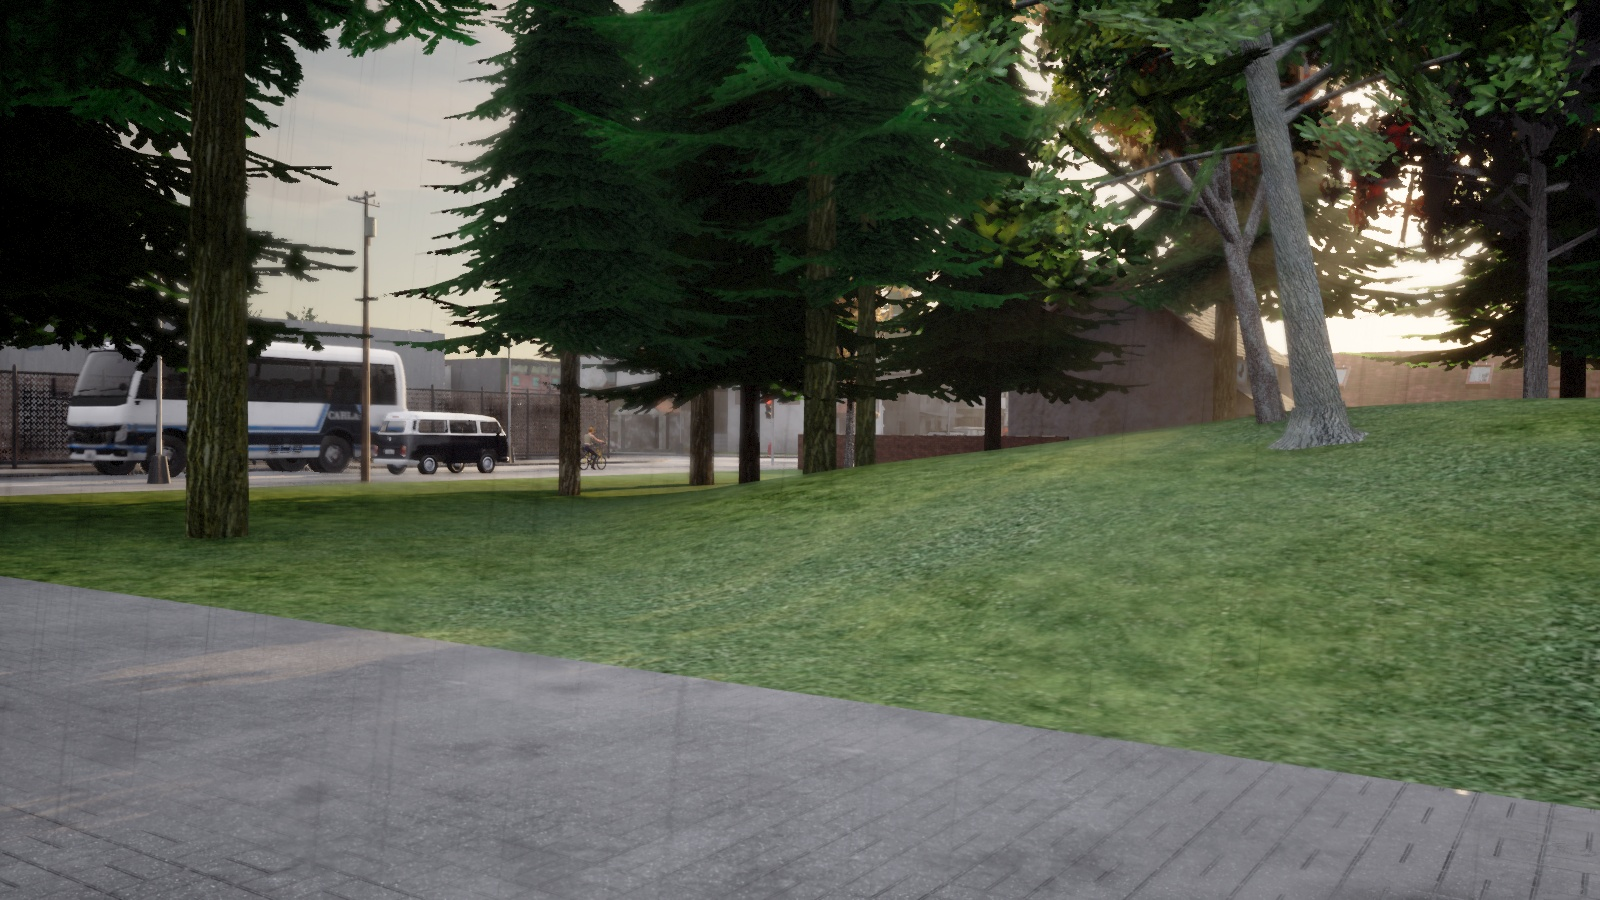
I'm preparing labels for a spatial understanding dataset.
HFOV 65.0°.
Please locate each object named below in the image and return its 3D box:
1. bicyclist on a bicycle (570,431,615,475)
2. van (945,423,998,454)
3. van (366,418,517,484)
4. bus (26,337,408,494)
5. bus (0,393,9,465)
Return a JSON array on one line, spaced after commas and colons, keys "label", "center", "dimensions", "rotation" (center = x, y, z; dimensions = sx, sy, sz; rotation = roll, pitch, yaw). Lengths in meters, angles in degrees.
[{"label": "bicyclist on a bicycle", "center": [-7.791, 0.094, 47.229], "dimensions": [0.866, 1.612, 1.509], "rotation": [0, 1, 33]}, {"label": "van", "center": [11.444, -0.759, 83.486], "dimensions": [1.775, 1.987, 4.442], "rotation": [0, 1, 33]}, {"label": "van", "center": [-11.720, -0.003, 41.329], "dimensions": [2.069, 2.038, 4.480], "rotation": [0, 1, 34]}, {"label": "bus", "center": [-17.809, -1.022, 39.395], "dimensions": [3.944, 4.253, 10.273], "rotation": [0, 1, 34]}, {"label": "bus", "center": [-51.309, -1.151, 71.100], "dimensions": [3.944, 4.253, 10.273], "rotation": [0, 1, 37]}]
